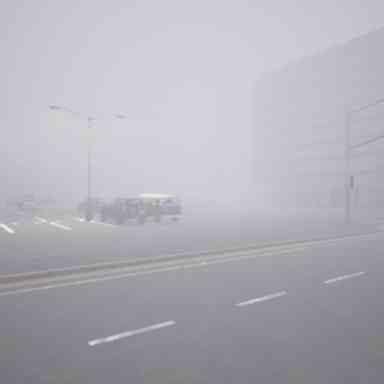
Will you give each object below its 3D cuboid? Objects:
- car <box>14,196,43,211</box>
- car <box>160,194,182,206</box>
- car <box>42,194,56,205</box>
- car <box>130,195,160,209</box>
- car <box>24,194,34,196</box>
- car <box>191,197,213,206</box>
[{"bbox_3d":[-19.488,1.487,39.523,1.970,1.475,3.806,0,0,-35],"label":"car"},{"bbox_3d":[-4.027,1.578,70.021,1.882,1.535,5.008,0,0,-35],"label":"car"},{"bbox_3d":[-24.883,1.274,57.001,1.932,1.855,4.605,0,0,-35],"label":"car"},{"bbox_3d":[-8.146,1.737,57.587,2.033,1.411,5.357,0,0,-35],"label":"car"},{"bbox_3d":[-27.285,1.263,55.386,1.905,1.878,3.866,0,0,-35],"label":"car"},{"bbox_3d":[1.780,1.720,61.866,1.882,1.535,5.008,0,-1,-35],"label":"car"}]
